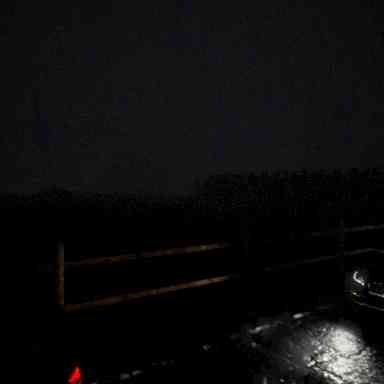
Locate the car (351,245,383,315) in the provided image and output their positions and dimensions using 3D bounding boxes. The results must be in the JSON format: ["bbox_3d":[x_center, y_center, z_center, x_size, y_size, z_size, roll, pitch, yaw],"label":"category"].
[{"bbox_3d":[5.136,1.492,6.688,4.892,1.490,1.837,0,0,-35],"label":"car"}]

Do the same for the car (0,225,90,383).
[{"bbox_3d":[-3.109,1.220,0.877,5.566,2.045,2.150,0,0,-35],"label":"car"}]
